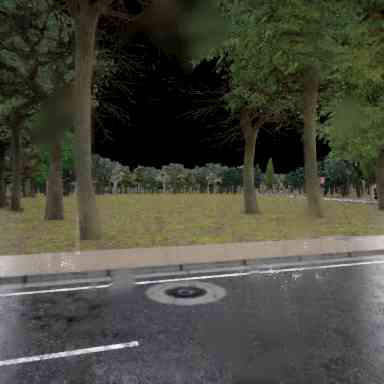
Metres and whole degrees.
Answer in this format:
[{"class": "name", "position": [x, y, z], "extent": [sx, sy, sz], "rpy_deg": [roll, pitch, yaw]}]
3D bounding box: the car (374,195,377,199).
[{"class": "car", "position": [44.977, 1.297, 79.667], "extent": [1.895, 1.301, 4.718], "rpy_deg": [0, 0, 5]}]
